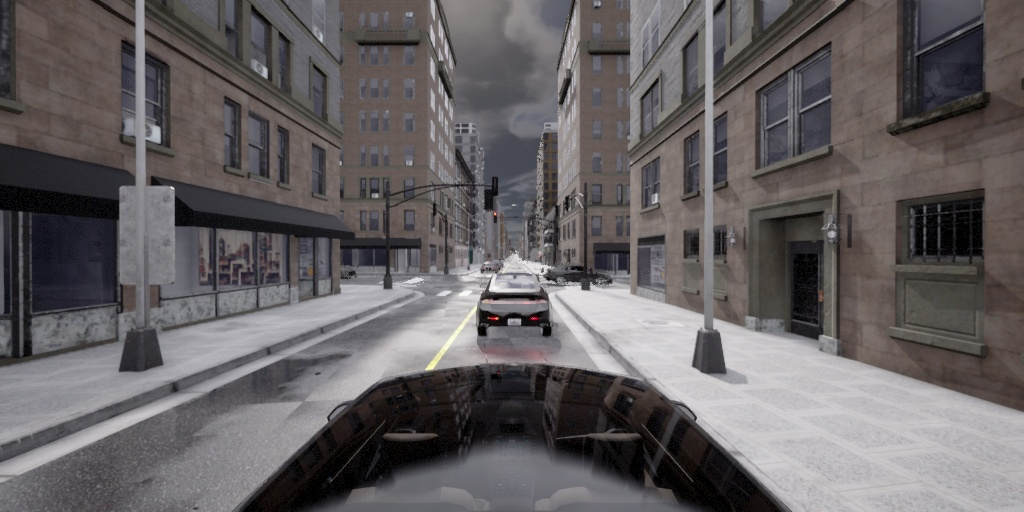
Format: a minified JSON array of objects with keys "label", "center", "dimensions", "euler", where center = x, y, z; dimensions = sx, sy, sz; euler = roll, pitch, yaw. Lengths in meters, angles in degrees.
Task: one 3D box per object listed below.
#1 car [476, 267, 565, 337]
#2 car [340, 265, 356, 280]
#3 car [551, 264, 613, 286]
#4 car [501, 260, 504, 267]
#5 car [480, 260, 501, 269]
[{"label":"car","center":[0.075,1.240,10.311],"dimensions":[2.128,1.511,4.902],"euler":[0,0,1]},{"label":"car","center":[-13.878,0.930,26.242],"dimensions":[4.553,1.767,2.097],"euler":[1,0,-1]},{"label":"car","center":[4.879,1.368,26.197],"dimensions":[4.892,1.490,1.837],"euler":[1,0,0]},{"label":"car","center":[-2.617,1.310,53.919],"dimensions":[1.837,1.490,4.892],"euler":[0,0,0]},{"label":"car","center":[-2.713,1.353,43.966],"dimensions":[1.994,1.385,4.181],"euler":[0,0,1]}]
